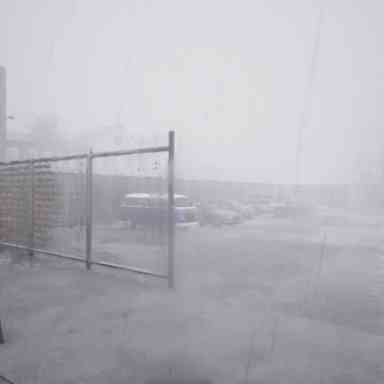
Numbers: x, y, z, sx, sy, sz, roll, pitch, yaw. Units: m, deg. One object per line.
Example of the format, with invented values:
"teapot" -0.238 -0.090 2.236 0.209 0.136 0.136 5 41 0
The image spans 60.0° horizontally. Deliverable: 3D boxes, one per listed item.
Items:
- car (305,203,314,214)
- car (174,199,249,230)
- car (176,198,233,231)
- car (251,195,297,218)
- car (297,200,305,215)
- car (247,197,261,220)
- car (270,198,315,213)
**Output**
"car" 9.363 1.301 32.143 4.611 1.667 2.242 0 0 36
"car" 0.546 1.415 21.128 5.357 1.415 2.033 0 0 36
"car" 0.809 1.344 21.220 1.789 1.547 3.705 0 0 36
"car" 6.662 1.192 28.799 3.866 1.878 1.905 0 0 36
"car" 8.621 1.407 30.056 2.207 1.379 1.481 0 0 36
"car" 2.931 1.353 25.175 3.633 1.501 1.845 0 0 36
"car" 10.606 1.367 35.152 4.193 1.474 1.816 0 0 36
